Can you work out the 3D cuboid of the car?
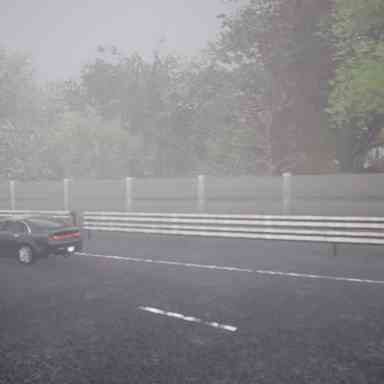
[{"bbox_3d":[-6.144,1.633,11.908,4.892,1.490,1.837,-1,0,25],"label":"car"}]
